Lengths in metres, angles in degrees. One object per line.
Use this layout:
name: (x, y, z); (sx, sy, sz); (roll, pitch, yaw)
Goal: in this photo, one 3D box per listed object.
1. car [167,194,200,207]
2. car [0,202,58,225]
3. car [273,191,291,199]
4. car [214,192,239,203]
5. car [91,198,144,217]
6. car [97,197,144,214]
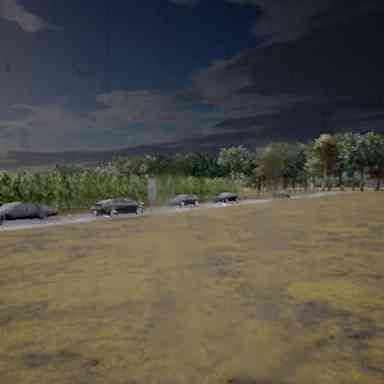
car: (-0.961, 1.032, 40.372); (1.837, 1.490, 4.892); (0, 1, 36)
car: (-12.482, 1.448, 23.999); (2.033, 1.411, 5.357); (0, 1, 34)
car: (16.110, 0.513, 59.454); (1.882, 1.535, 5.008); (0, 1, 35)
car: (5.119, 0.811, 48.921); (1.882, 1.535, 5.008); (0, 1, 36)
car: (-6.164, 1.258, 27.934); (1.837, 1.490, 4.892); (0, 1, 35)
car: (-6.842, 1.280, 32.072); (1.994, 1.385, 4.181); (0, 1, 34)
